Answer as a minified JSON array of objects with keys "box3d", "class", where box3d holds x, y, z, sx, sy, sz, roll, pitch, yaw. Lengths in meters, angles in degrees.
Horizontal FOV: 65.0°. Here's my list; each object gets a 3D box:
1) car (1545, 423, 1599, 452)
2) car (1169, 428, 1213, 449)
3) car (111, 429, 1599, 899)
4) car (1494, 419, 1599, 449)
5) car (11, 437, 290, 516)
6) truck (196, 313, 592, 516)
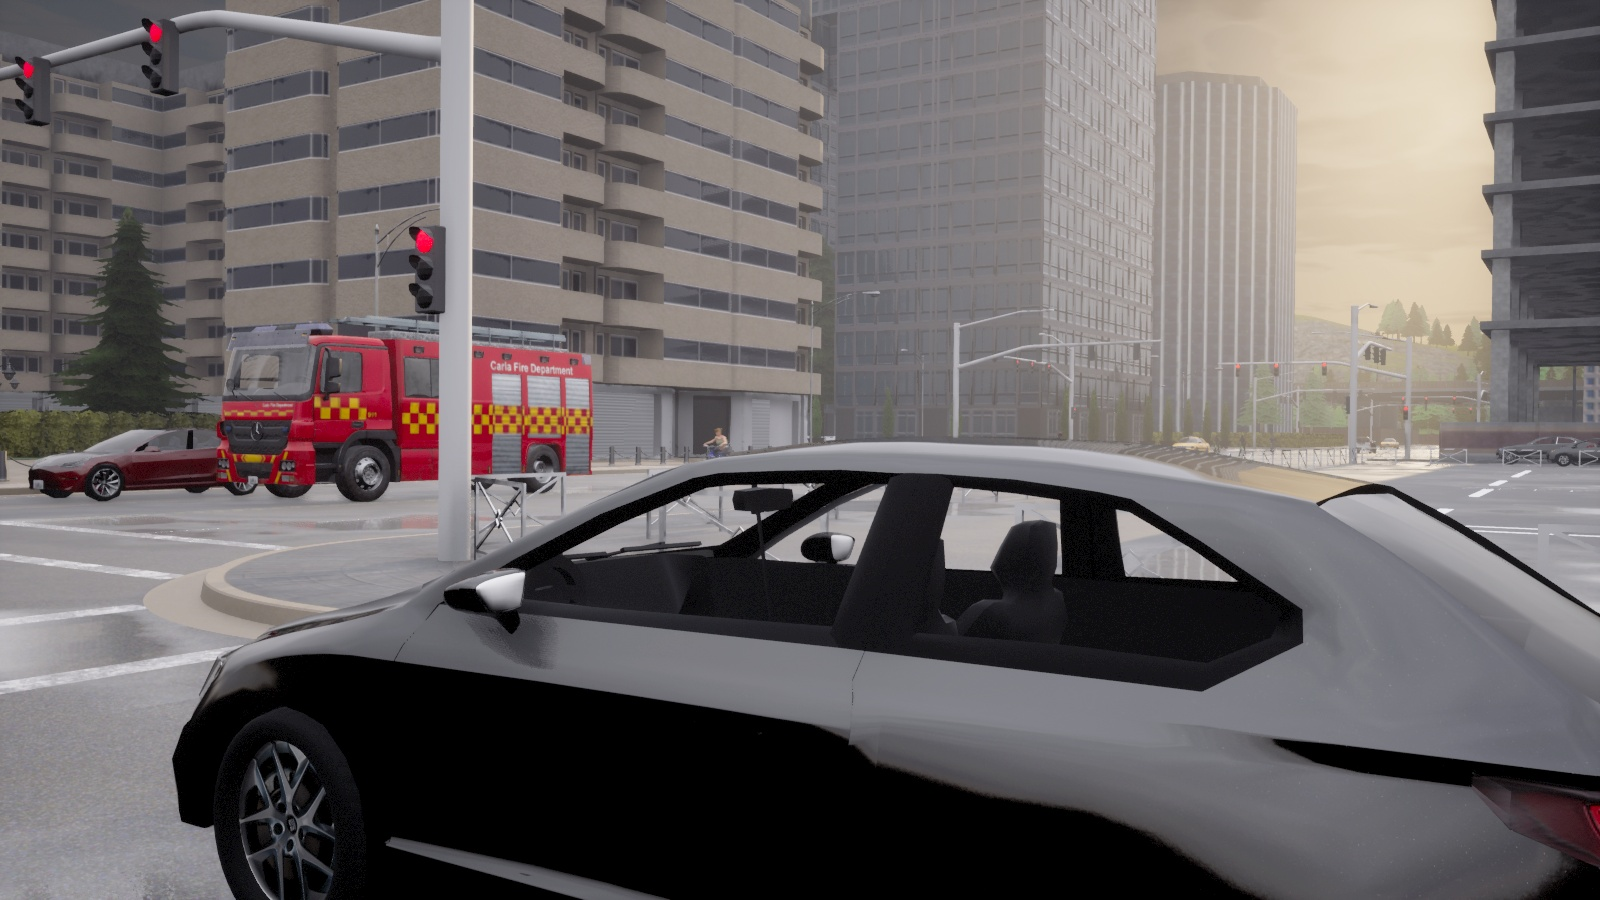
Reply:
[{"box3d":[42.050,-0.664,66.379,4.514,1.525,2.007,0,1,32],"class":"car"},{"box3d":[29.585,-0.894,94.940,1.801,1.575,5.366,0,1,32],"class":"car"},{"box3d":[0.098,0.696,3.550,4.193,1.474,1.816,0,1,33],"class":"car"},{"box3d":[41.957,-0.889,70.566,5.027,1.651,2.152,0,1,32],"class":"car"},{"box3d":[-13.616,0.491,26.643,2.163,1.488,4.792,0,1,32],"class":"car"},{"box3d":[-8.614,-0.738,28.003,2.891,3.827,8.468,0,1,32],"class":"truck"}]
